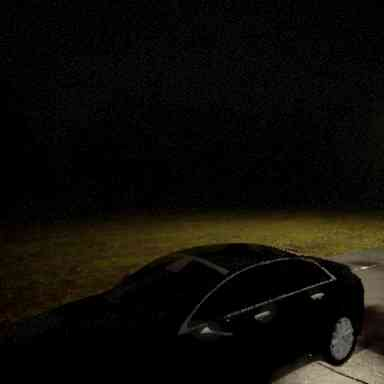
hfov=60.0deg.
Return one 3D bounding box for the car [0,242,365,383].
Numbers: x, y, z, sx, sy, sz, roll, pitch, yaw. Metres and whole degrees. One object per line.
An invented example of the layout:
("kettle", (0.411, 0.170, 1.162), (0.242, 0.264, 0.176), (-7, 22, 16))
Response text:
("car", (0.274, 1.489, 4.184), (4.892, 1.490, 1.837), (0, 0, -35))
